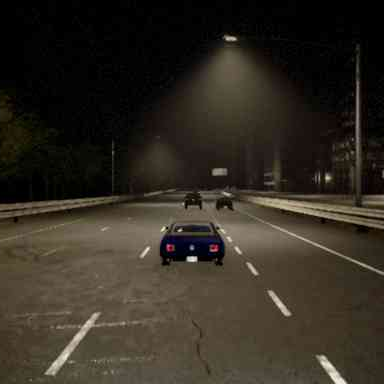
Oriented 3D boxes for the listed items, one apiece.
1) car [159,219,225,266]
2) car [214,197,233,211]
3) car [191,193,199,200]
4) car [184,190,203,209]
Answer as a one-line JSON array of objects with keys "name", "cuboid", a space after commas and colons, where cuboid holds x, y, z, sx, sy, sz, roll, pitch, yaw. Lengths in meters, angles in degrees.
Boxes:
[{"name": "car", "cuboid": [0.012, 1.592, 11.518, 1.895, 1.301, 4.718, 0, 0, 0]}, {"name": "car", "cuboid": [3.761, 1.378, 39.570, 1.837, 1.490, 4.892, 0, 1, 0]}, {"name": "car", "cuboid": [0.659, 1.085, 79.194, 1.812, 1.442, 4.674, 0, 1, 1]}, {"name": "car", "cuboid": [0.193, 1.070, 43.140, 2.150, 2.045, 5.566, 0, 0, 1]}]
